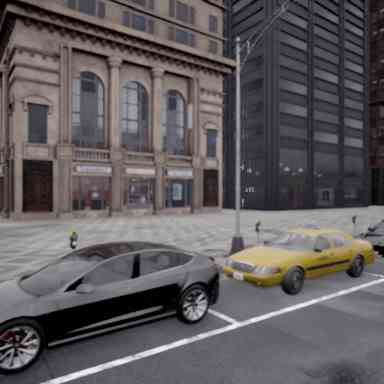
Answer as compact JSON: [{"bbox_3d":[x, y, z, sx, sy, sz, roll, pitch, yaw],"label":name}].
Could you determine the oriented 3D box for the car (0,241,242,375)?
[{"bbox_3d":[-1.452,1.576,5.618,4.313,1.339,1.947,0,0,-36],"label":"car"}]

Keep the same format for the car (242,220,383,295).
[{"bbox_3d":[2.994,1.565,8.805,4.829,1.417,1.752,0,0,-36],"label":"car"}]
